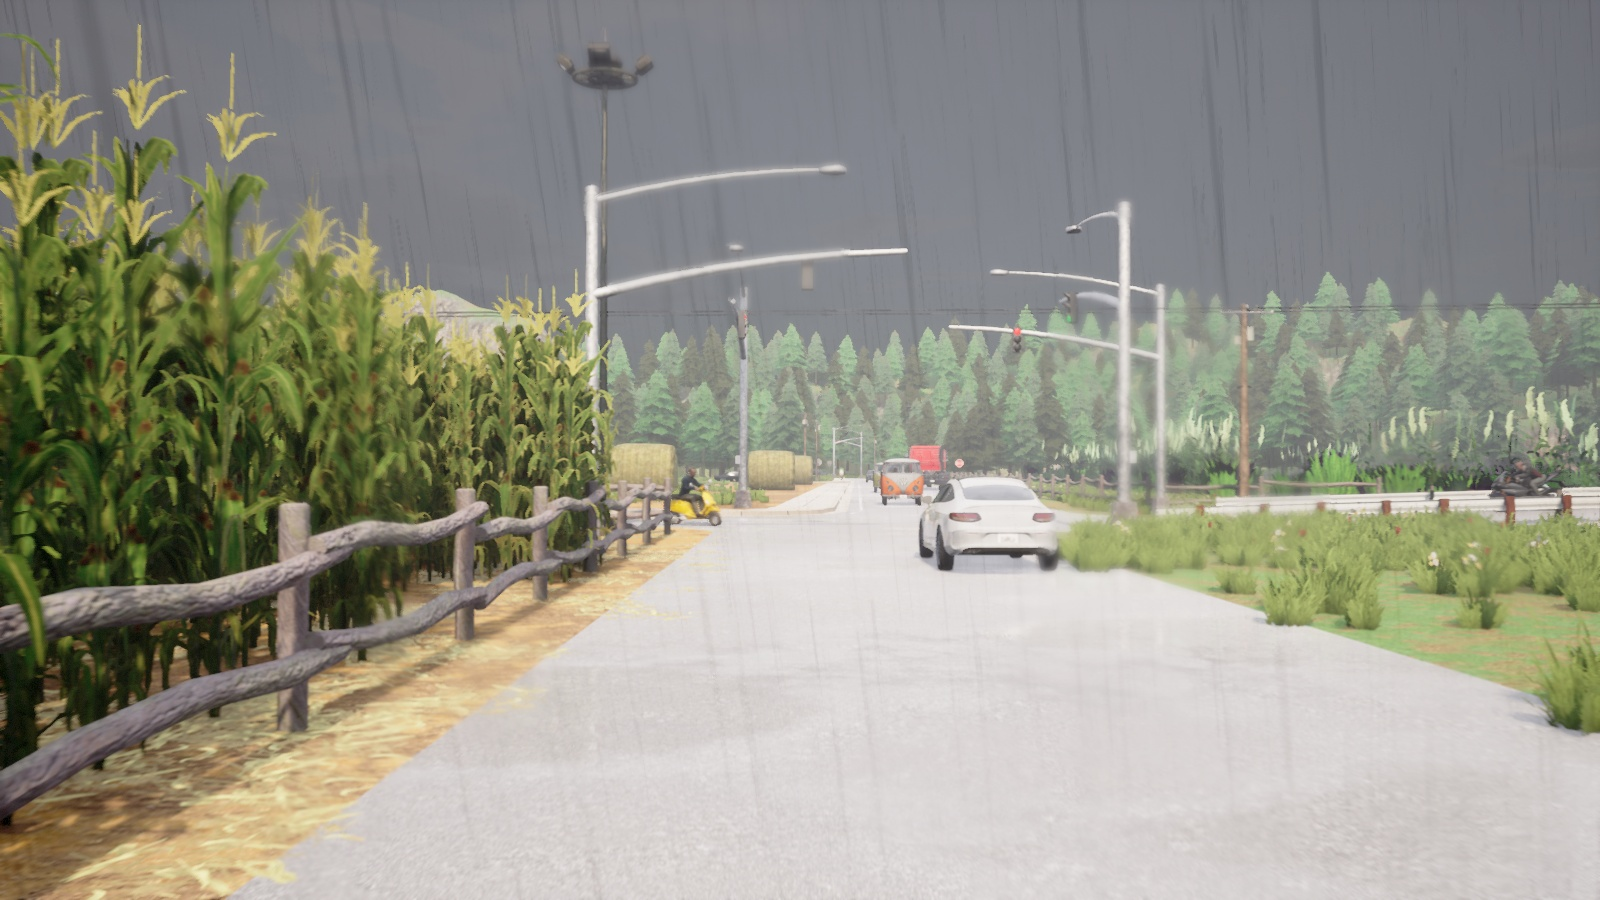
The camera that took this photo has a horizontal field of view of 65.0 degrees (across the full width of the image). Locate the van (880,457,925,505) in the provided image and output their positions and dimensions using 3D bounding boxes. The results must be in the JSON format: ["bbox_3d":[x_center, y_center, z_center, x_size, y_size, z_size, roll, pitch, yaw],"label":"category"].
[{"bbox_3d":[4.391,1.339,54.314,1.775,1.987,4.442,0,-1,3],"label":"van"}]

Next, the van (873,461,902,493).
[{"bbox_3d":[5.670,1.757,82.170,1.775,1.987,4.442,0,-1,3],"label":"van"}]

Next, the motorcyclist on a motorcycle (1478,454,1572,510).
[{"bbox_3d":[21.566,0.952,37.393,2.191,1.530,0.866,-3,-1,5],"label":"motorcyclist on a motorcycle"}]

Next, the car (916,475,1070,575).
[{"bbox_3d":[3.050,1.141,20.757,1.812,1.442,4.674,0,-1,0],"label":"car"}]

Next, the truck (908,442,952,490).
[{"bbox_3d":[9.764,1.203,95.085,2.891,3.462,7.936,0,-1,3],"label":"truck"}]

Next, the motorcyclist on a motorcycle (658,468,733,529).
[{"bbox_3d":[-2.836,1.297,34.197,1.817,1.590,0.866,-1,2,29],"label":"motorcyclist on a motorcycle"}]
